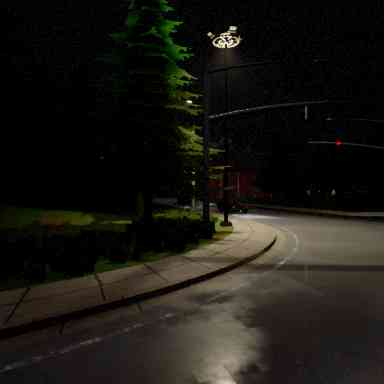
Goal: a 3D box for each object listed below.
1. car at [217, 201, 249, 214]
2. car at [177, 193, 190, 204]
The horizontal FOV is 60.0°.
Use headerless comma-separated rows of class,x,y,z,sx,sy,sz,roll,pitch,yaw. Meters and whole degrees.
car,4.327,1.601,35.670,1.895,1.301,4.718,0,0,-15
car,-0.898,1.223,54.034,2.150,2.045,5.566,0,0,-17
